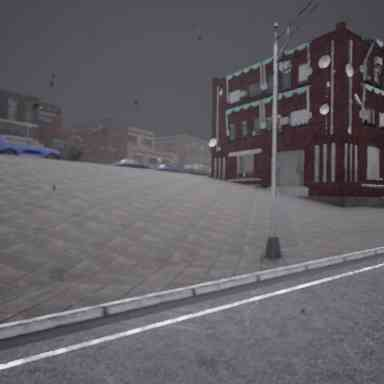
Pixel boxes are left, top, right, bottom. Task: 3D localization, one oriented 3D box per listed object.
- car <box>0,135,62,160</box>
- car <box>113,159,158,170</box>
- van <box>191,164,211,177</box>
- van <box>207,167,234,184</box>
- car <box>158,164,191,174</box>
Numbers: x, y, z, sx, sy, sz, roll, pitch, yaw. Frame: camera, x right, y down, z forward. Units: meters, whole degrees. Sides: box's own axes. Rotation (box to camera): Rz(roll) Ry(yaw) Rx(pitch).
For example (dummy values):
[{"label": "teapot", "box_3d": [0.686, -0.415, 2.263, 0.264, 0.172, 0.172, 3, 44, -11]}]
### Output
[{"label": "car", "box_3d": [-13.636, -3.351, 27.385, 2.435, 2.045, 5.566, 0, -1, 44]}, {"label": "car", "box_3d": [-6.308, -2.737, 35.633, 2.002, 1.452, 4.674, 0, -2, 41]}, {"label": "van", "box_3d": [0.836, -2.586, 44.280, 1.878, 1.987, 4.442, 0, -2, 39]}, {"label": "van", "box_3d": [4.218, -2.348, 48.660, 1.878, 1.987, 4.442, 0, -2, 38]}, {"label": "car", "box_3d": [-2.748, -2.542, 39.877, 2.002, 1.452, 4.674, 0, -2, 40]}]
